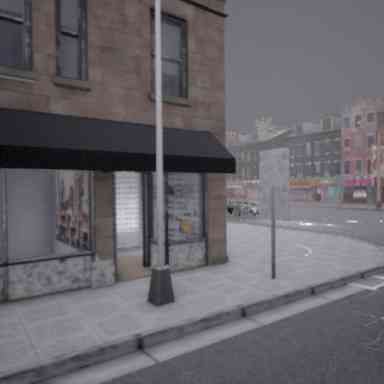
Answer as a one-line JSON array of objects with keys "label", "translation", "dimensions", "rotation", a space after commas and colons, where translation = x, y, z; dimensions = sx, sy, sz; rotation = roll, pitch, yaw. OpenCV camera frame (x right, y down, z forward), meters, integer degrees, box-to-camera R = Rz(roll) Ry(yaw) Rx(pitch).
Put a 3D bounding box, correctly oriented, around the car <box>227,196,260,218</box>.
[{"label": "car", "translation": [2.969, 1.085, 25.282], "dimensions": [2.128, 1.511, 4.902], "rotation": [-1, 1, -35]}]
